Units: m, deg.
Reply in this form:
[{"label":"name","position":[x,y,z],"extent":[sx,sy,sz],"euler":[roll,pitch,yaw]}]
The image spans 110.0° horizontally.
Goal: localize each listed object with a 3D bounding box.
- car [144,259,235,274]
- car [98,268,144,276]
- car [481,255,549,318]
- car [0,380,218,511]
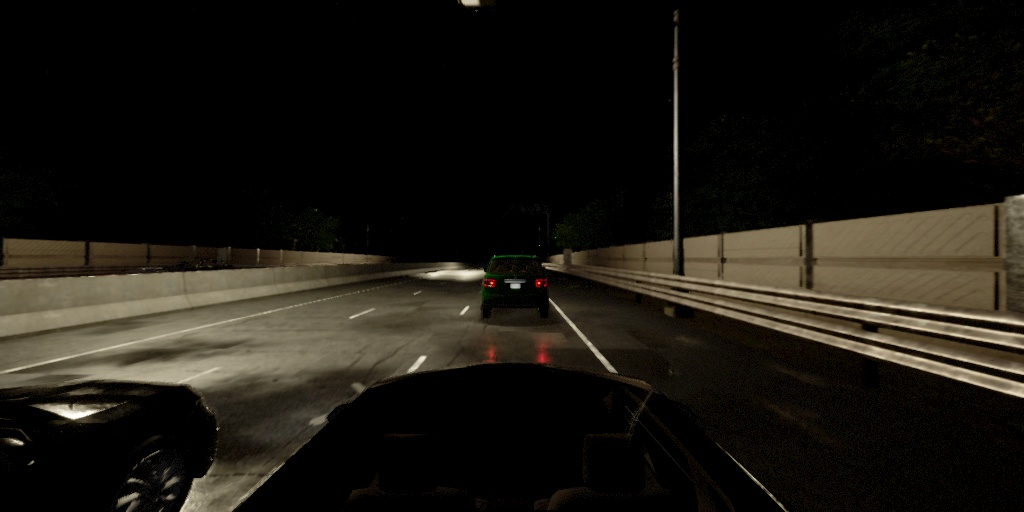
[{"label":"car","position":[-20.997,0.940,23.949],"extent":[1.837,1.490,4.892],"euler":[0,0,0]},{"label":"car","position":[-24.497,1.431,23.913],"extent":[1.895,1.301,4.718],"euler":[0,0,0]},{"label":"car","position":[0.102,0.990,13.281],"extent":[2.150,2.045,5.566],"euler":[0,0,0]},{"label":"car","position":[-3.400,1.255,1.016],"extent":[1.837,1.490,4.892],"euler":[0,0,0]}]
